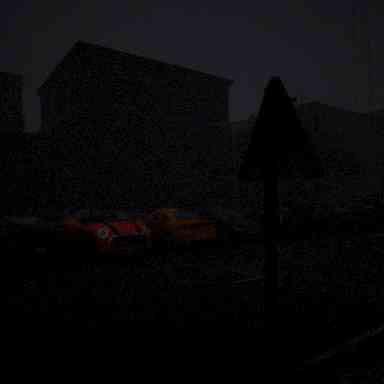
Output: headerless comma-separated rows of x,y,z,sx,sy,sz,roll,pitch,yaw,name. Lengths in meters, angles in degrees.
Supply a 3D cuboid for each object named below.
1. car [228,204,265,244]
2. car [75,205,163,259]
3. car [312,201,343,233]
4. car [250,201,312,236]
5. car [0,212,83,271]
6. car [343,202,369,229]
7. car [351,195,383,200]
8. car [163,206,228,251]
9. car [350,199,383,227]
1.237,1.461,15.908,2.231,1.521,4.892,0,0,-35,car
-3.305,1.328,12.703,2.185,1.767,4.553,0,0,-35,car
5.785,1.346,19.103,2.185,1.767,4.553,0,0,-35,car
3.521,1.339,17.490,2.185,1.767,4.553,0,0,-35,car
-5.546,1.451,11.060,2.097,1.535,5.008,0,0,-35,car
8.032,1.518,20.739,2.002,1.452,4.674,0,0,-35,car
14.837,1.254,25.557,2.435,2.045,5.566,0,0,-35,car
-1.019,1.457,14.288,2.097,1.535,5.008,0,0,-36,car
10.296,1.487,22.349,2.231,1.521,4.892,0,0,-35,car
